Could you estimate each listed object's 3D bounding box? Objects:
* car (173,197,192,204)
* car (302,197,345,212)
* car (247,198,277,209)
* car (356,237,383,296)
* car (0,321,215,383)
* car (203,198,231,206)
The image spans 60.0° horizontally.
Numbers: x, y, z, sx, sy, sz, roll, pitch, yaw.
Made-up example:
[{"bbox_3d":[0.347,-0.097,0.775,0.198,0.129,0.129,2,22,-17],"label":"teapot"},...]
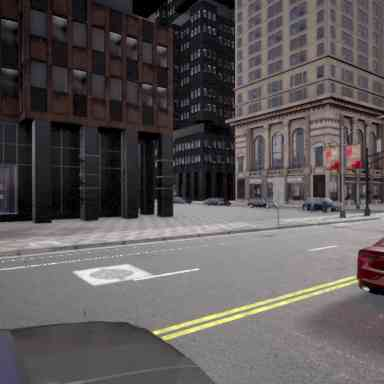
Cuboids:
[{"bbox_3d":[-2.118,1.607,62.157,2.033,1.411,5.357,0,0,-35],"label":"car"},{"bbox_3d":[14.966,1.375,37.922,2.097,1.767,4.553,0,0,-35],"label":"car"},{"bbox_3d":[9.688,1.525,45.386,2.128,1.511,4.902,0,0,-35],"label":"car"},{"bbox_3d":[5.708,1.477,7.516,5.008,1.535,1.882,0,0,-36],"label":"car"},{"bbox_3d":[-2.306,1.547,1.799,5.357,1.411,2.033,0,0,-35],"label":"car"},{"bbox_3d":[3.995,1.593,53.451,2.033,1.411,5.357,0,0,-35],"label":"car"}]
